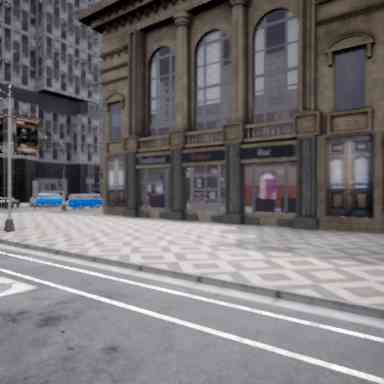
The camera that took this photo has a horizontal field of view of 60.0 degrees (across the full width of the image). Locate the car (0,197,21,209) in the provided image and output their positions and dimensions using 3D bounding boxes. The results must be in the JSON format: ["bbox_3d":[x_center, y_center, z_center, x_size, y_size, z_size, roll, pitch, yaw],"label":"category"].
[{"bbox_3d":[-22.549,1.300,39.150,2.008,1.369,4.403,0,0,36],"label":"car"}]

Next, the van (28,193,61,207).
[{"bbox_3d":[-19.266,1.079,43.709,1.690,1.788,3.998,0,0,36],"label":"van"}]

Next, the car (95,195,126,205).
[{"bbox_3d":[-12.801,1.242,52.691,1.752,1.417,4.829,0,0,36],"label":"car"}]

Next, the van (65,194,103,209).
[{"bbox_3d":[-12.346,1.113,38.730,1.690,1.788,3.998,0,0,36],"label":"van"}]

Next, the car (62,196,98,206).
[{"bbox_3d":[-16.083,1.252,48.131,1.752,1.417,4.829,0,0,36],"label":"car"}]
